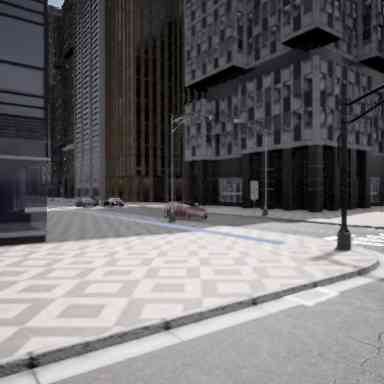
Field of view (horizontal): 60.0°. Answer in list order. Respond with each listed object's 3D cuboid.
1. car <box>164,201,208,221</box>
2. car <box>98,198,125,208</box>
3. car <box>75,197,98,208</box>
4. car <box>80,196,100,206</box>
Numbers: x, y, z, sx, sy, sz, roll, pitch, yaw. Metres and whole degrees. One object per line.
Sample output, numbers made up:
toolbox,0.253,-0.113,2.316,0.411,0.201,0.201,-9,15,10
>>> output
car,-0.610,1.478,27.080,1.812,1.442,4.674,0,0,-35
car,-11.332,1.521,47.575,1.895,1.301,4.718,0,0,-35
car,-15.227,1.477,47.756,2.033,1.411,5.357,0,0,-35
car,-17.102,1.478,55.587,1.994,1.385,4.181,0,0,-35
